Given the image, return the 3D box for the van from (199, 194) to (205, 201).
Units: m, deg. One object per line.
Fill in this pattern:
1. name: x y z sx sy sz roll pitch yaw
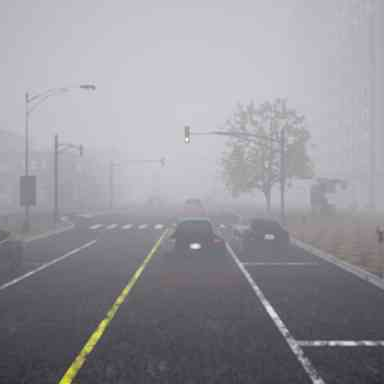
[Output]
1. van: 2.685 1.520 90.489 1.690 1.788 3.998 0 0 0

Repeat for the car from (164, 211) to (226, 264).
1. car: 0.098 1.588 11.908 1.994 1.385 4.181 0 0 0

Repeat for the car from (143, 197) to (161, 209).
1. car: -5.692 1.672 46.077 1.802 1.307 4.206 0 0 0

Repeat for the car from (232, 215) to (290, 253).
1. car: 2.693 1.593 13.602 1.947 1.339 4.313 0 0 0

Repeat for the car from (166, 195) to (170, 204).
1. car: -5.694 1.674 62.730 2.008 1.369 4.403 0 0 0

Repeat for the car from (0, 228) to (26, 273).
1. car: -5.687 1.582 8.062 1.947 1.339 4.313 0 0 0

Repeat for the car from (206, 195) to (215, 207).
1. car: 2.688 1.627 51.801 1.752 1.417 4.829 0 0 0

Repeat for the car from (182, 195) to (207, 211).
1. car: 0.095 1.417 33.156 2.097 1.767 4.553 0 0 0

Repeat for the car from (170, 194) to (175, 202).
1. car: -5.696 1.681 79.213 1.752 1.417 4.829 0 0 0

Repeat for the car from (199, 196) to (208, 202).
1. car: 2.685 1.722 79.387 1.947 1.339 4.313 0 0 0

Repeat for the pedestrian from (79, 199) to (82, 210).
1. pedestrian: -12.754 1.391 38.080 0.375 1.300 0.375 0 -1 -1

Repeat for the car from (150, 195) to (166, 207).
1. car: -5.691 1.416 51.628 2.192 1.841 5.009 0 0 0

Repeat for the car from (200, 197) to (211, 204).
1. car: 2.686 1.685 68.285 2.008 1.369 4.403 0 0 0
